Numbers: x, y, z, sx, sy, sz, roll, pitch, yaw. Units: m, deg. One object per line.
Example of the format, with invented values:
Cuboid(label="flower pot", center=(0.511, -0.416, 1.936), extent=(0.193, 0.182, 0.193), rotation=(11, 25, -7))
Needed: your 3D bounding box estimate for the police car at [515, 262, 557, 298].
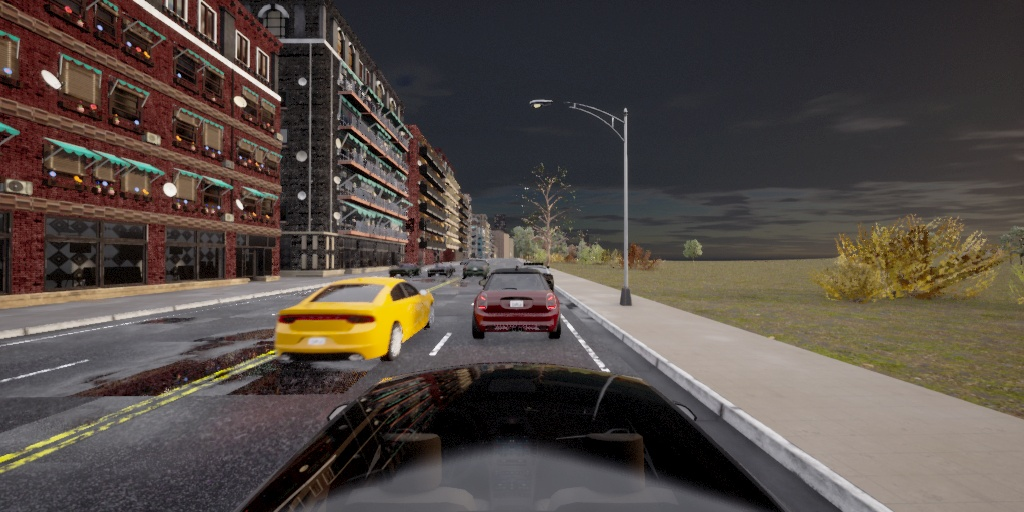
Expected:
Cuboid(label="police car", center=(1.171, 1.178, 19.737), extent=(1.930, 1.638, 5.238), rotation=(0, 0, 0))

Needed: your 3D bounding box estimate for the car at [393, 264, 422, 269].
Cuboid(label="car", center=(-9.793, 1.355, 33.111), extent=(1.895, 1.301, 4.718), rotation=(0, 0, 0))

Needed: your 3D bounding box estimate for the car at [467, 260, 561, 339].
Cuboid(label="car", center=(0.112, 1.104, 10.242), extent=(2.097, 1.767, 4.553), rotation=(0, 0, 0))

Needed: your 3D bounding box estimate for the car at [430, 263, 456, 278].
Cuboid(label="car", center=(-6.542, 1.355, 33.520), extent=(1.895, 1.301, 4.718), rotation=(0, 0, 0))

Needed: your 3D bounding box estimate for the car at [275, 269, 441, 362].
Cuboid(label="car", center=(-3.139, 1.229, 8.255), extent=(1.882, 1.535, 5.008), rotation=(0, 0, 0))

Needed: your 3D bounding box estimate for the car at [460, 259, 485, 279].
Cuboid(label="car", center=(-3.092, 1.105, 32.148), extent=(2.097, 1.767, 4.553), rotation=(0, 0, 0))
